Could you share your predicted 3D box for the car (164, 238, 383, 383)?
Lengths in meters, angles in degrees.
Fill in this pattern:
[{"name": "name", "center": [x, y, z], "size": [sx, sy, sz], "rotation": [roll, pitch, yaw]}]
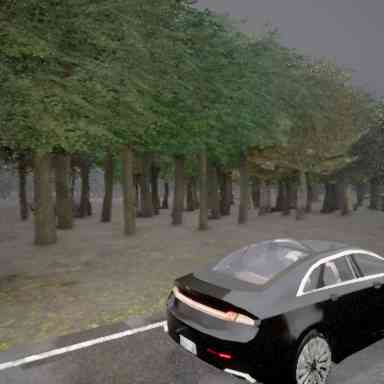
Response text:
[{"name": "car", "center": [1.929, 1.477, 5.123], "size": [4.902, 1.511, 2.128], "rotation": [0, 0, -35]}]
